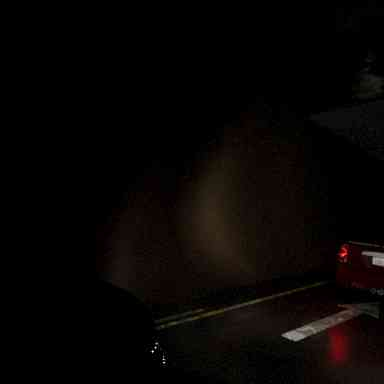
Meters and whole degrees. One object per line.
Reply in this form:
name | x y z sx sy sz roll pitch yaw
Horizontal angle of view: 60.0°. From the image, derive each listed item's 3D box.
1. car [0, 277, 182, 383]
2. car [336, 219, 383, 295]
car | -2.741 1.221 1.831 5.566 2.045 2.150 0 0 -35
car | 5.335 1.352 7.583 4.553 1.767 2.097 0 0 -35
